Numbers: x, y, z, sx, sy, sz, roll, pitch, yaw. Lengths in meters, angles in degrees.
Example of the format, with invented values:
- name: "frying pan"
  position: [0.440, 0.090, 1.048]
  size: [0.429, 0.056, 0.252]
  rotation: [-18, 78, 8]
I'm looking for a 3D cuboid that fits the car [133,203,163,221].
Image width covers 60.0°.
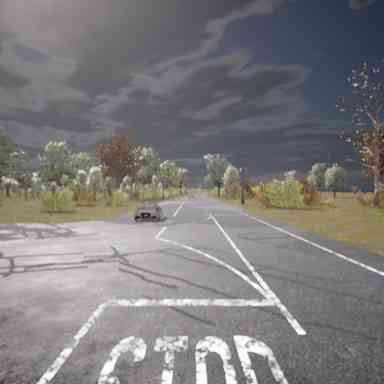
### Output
- name: "car"
  position: [-3.448, 1.572, 26.820]
  size: [1.994, 1.385, 4.181]
  rotation: [0, 0, 0]
